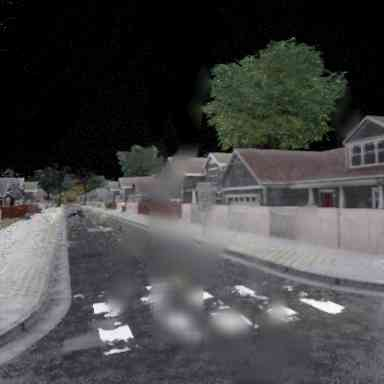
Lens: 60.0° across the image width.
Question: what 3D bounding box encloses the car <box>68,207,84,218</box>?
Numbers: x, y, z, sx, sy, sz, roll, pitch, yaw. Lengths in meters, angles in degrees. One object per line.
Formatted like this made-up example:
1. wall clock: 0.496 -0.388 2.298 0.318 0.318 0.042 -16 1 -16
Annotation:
1. car: -15.951 2.736 45.737 2.033 1.411 5.357 -1 -1 -21
